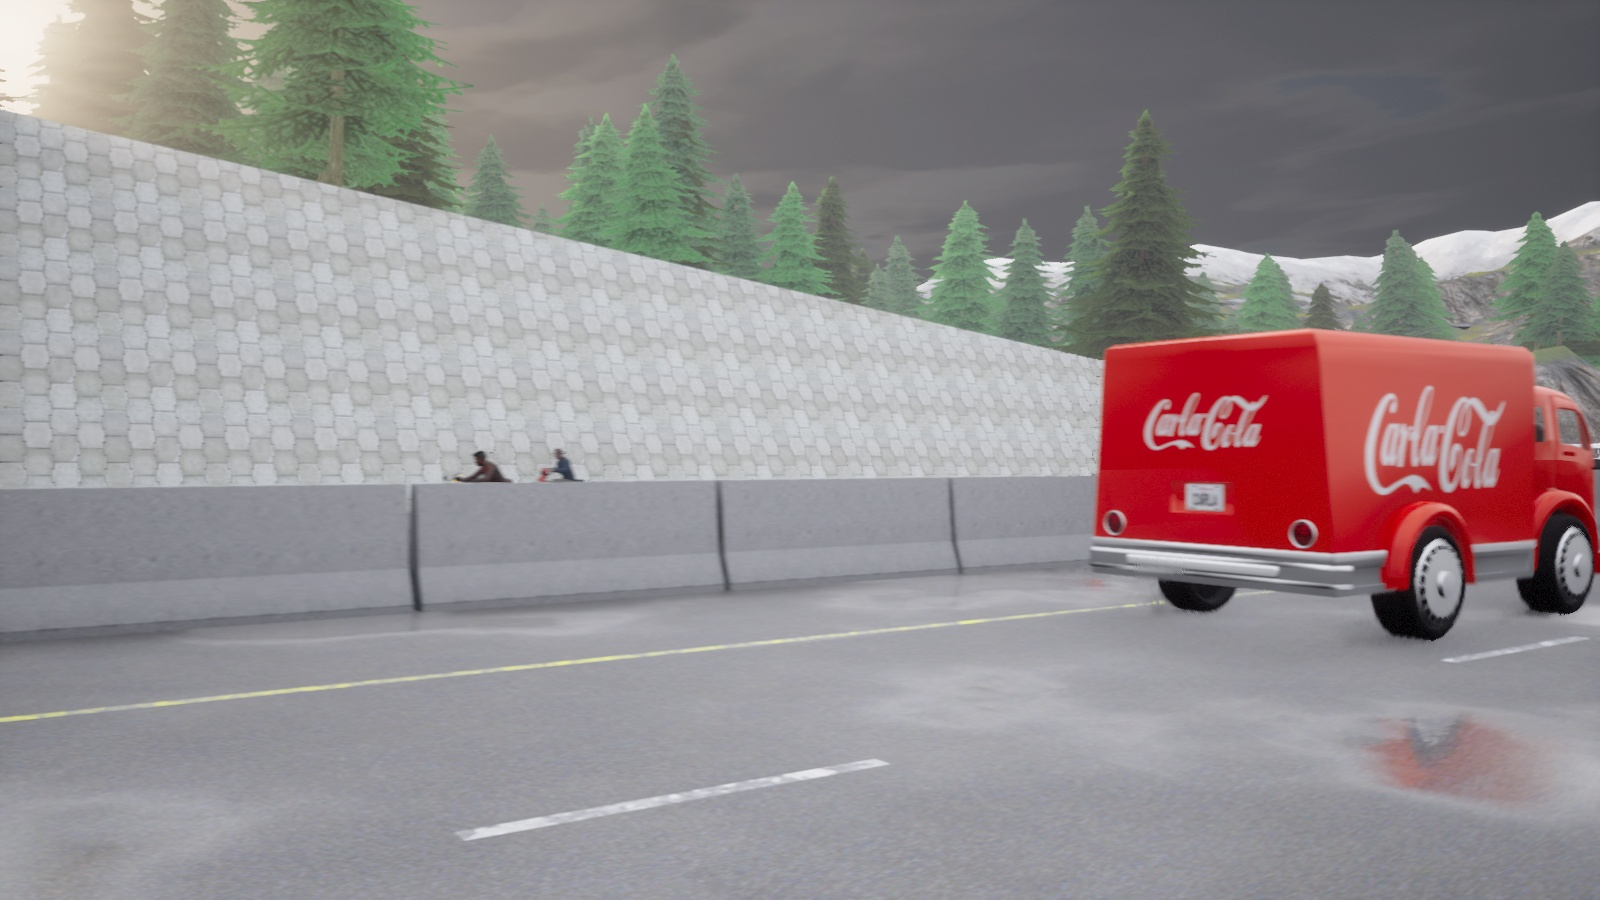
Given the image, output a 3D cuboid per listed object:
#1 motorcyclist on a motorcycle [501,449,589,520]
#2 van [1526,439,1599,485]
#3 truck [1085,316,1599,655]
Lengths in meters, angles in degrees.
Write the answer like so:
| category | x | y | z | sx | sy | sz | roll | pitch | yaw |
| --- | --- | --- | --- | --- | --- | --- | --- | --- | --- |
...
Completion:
| category | x | y | z | sx | sy | sz | roll | pitch | yaw |
| --- | --- | --- | --- | --- | --- | --- | --- | --- | --- |
| motorcyclist on a motorcycle | -5.949 | 0.783 | 29.369 | 1.817 | 1.590 | 0.866 | 0 | 0 | -35 |
| van | 36.047 | 0.536 | 58.599 | 4.480 | 2.038 | 2.069 | 0 | 0 | -35 |
| truck | 5.454 | 0.272 | 11.721 | 5.204 | 2.467 | 2.627 | 0 | 0 | -35 |
